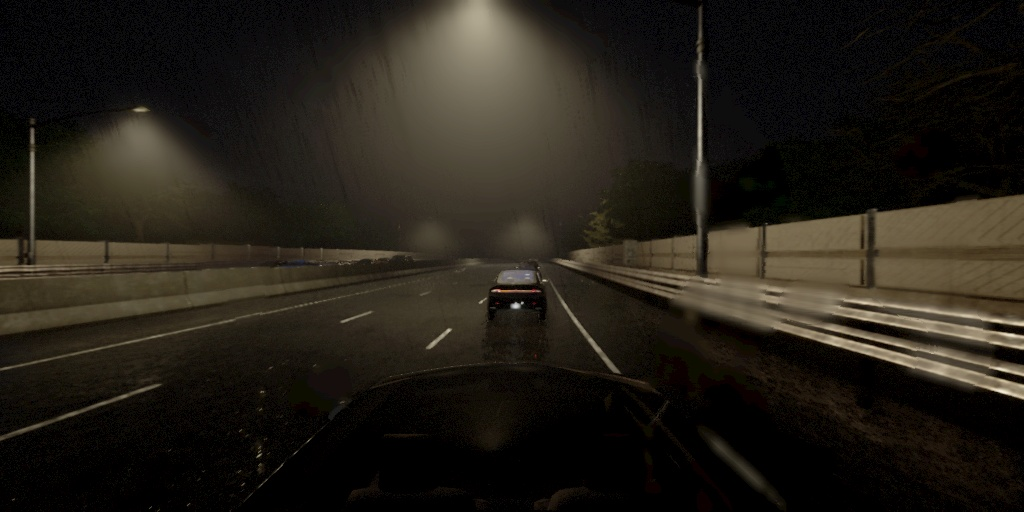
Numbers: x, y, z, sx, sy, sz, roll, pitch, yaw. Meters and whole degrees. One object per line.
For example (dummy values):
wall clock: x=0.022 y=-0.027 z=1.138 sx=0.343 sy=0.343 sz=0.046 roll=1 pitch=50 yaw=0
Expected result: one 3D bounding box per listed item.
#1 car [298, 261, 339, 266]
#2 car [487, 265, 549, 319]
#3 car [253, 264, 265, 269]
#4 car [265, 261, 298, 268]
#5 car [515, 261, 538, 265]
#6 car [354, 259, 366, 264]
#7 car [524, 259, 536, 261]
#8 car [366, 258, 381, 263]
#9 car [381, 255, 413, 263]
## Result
car: x=-16.189 y=1.279 z=31.341 sx=1.994 sy=1.385 sz=4.181 roll=0 pitch=0 yaw=4
car: x=0.260 y=1.241 z=12.770 sx=2.128 sy=1.511 sz=4.902 roll=0 pitch=0 yaw=4
car: x=-22.960 y=1.208 z=35.045 sx=1.837 sy=1.490 sz=4.892 roll=0 pitch=0 yaw=4
car: x=-19.603 y=1.186 z=32.780 sx=1.882 sy=1.535 sz=5.008 roll=0 pitch=0 yaw=4
car: x=1.194 y=1.306 z=27.557 sx=1.994 sy=1.385 sz=4.181 roll=0 pitch=0 yaw=4
car: x=-21.756 y=1.189 z=53.383 sx=1.837 sy=1.490 sz=4.892 roll=0 pitch=0 yaw=5
car: x=2.833 y=1.280 z=53.434 sx=1.994 sy=1.385 sz=4.181 roll=0 pitch=0 yaw=4
car: x=-18.391 y=1.043 z=51.328 sx=2.097 sy=1.767 sz=4.553 roll=0 pitch=0 yaw=4
car: x=-15.083 y=0.924 z=48.427 sx=2.150 sy=2.045 sz=5.566 roll=0 pitch=0 yaw=4
